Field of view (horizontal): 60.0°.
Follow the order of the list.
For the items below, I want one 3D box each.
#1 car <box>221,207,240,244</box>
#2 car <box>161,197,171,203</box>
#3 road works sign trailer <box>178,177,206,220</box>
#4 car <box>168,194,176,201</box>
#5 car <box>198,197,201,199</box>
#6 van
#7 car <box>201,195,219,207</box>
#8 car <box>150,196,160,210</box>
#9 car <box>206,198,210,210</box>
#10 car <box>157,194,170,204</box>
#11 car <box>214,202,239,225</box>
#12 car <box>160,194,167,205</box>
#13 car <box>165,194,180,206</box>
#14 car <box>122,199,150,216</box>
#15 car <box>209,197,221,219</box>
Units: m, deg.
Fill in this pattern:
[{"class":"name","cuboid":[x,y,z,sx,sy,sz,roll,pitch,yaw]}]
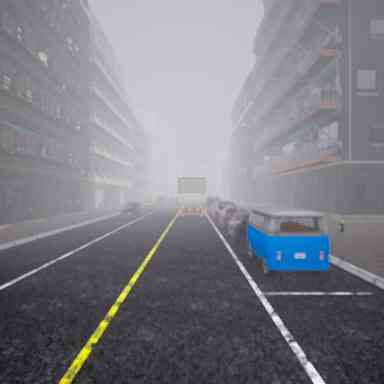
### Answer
[{"class":"car","cuboid":[2.691,1.592,15.765,1.947,1.339,4.313,0,0,0]},{"class":"car","cuboid":[-5.690,1.680,72.133,1.802,1.307,4.206,0,0,0]},{"class":"road works sign trailer","cuboid":[0.000,0.509,28.172,2.380,3.560,2.880,0,0,0]},{"class":"car","cuboid":[-5.688,1.436,94.679,2.192,1.841,5.009,0,0,0]},{"class":"car","cuboid":[2.692,1.646,94.845,1.752,1.417,4.829,0,0,0]},{"class":"van","cuboid":[2.692,1.358,10.129,1.690,1.788,3.998,0,0,0]},{"class":"car","cuboid":[2.693,1.380,43.947,2.192,1.841,5.009,0,0,0]},{"class":"car","cuboid":[-5.689,1.590,43.780,1.752,1.417,4.829,0,0,0]},{"class":"car","cuboid":[2.692,1.601,32.674,2.008,1.369,4.403,0,0,0]},{"class":"car","cuboid":[-5.688,1.406,66.497,2.192,1.841,5.009,0,0,0]},{"class":"car","cuboid":[2.692,1.579,21.401,1.887,1.381,4.507,0,0,0]},{"class":"car","cuboid":[-5.689,1.525,60.861,1.967,1.590,4.097,0,0,0]},{"class":"car","cuboid":[-3.061,1.606,57.152,1.812,1.442,4.674,0,0,0]},{"class":"car","cuboid":[-5.689,1.616,32.677,1.947,1.339,4.313,0,0,0]},{"class":"car","cuboid":[2.692,1.483,27.038,1.967,1.590,4.097,0,0,0]}]
